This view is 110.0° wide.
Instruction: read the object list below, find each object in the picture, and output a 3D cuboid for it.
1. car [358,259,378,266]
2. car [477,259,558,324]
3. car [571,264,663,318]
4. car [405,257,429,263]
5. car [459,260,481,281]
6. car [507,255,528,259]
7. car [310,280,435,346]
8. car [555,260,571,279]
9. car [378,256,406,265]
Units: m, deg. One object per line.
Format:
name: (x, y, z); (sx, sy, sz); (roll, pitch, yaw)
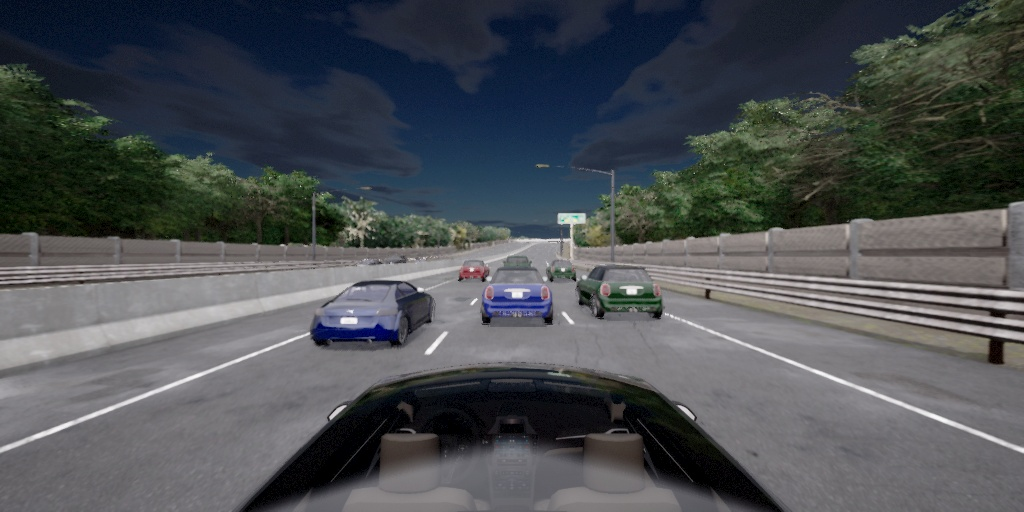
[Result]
car: (-20.010, 1.223, 50.629); (2.128, 1.511, 4.902); (0, 0, 3)
car: (0.168, 1.104, 12.141); (2.097, 1.767, 4.553); (0, 0, 1)
car: (3.678, 1.106, 13.059); (2.097, 1.767, 4.553); (0, 0, 1)
car: (-12.992, 1.229, 50.940); (2.128, 1.511, 4.902); (0, 0, 3)
car: (-3.034, 1.103, 29.573); (2.097, 1.767, 4.553); (0, 0, 1)
car: (0.447, 0.975, 28.909); (2.150, 2.045, 5.566); (0, 0, 1)
car: (-3.357, 1.313, 9.423); (1.994, 1.385, 4.181); (0, 0, 0)
car: (3.968, 1.108, 29.589); (2.097, 1.767, 4.553); (0, 0, 1)
car: (-16.498, 0.956, 50.852); (2.150, 2.045, 5.566); (0, 0, 3)
